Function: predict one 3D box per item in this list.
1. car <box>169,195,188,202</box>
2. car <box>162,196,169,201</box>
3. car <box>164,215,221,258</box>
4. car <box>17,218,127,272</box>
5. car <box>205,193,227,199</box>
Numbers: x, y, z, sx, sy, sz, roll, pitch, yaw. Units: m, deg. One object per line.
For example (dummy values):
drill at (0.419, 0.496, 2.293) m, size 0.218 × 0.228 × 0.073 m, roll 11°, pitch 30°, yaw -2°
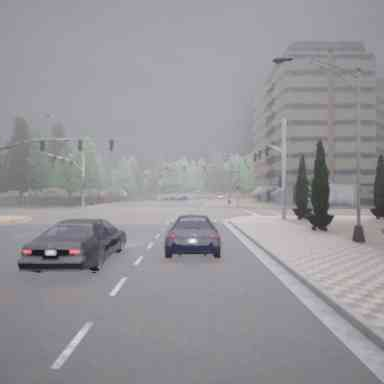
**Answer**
car at (-2.619, 1.464, 77.592) m, size 1.882 × 1.535 × 5.008 m, roll 0°, pitch 0°, yaw 27°
car at (-5.109, 1.526, 80.359) m, size 2.033 × 1.411 × 5.357 m, roll 0°, pitch 0°, yaw 27°
car at (0.047, 1.562, 12.840) m, size 1.994 × 1.385 × 4.181 m, roll 0°, pitch 0°, yaw 1°
car at (-3.475, 1.546, 10.705) m, size 2.033 × 1.411 × 5.357 m, roll 0°, pitch 0°, yaw 0°
car at (7.021, 1.191, 89.963) m, size 5.566 × 2.045 × 2.150 m, roll 0°, pitch 0°, yaw -41°
